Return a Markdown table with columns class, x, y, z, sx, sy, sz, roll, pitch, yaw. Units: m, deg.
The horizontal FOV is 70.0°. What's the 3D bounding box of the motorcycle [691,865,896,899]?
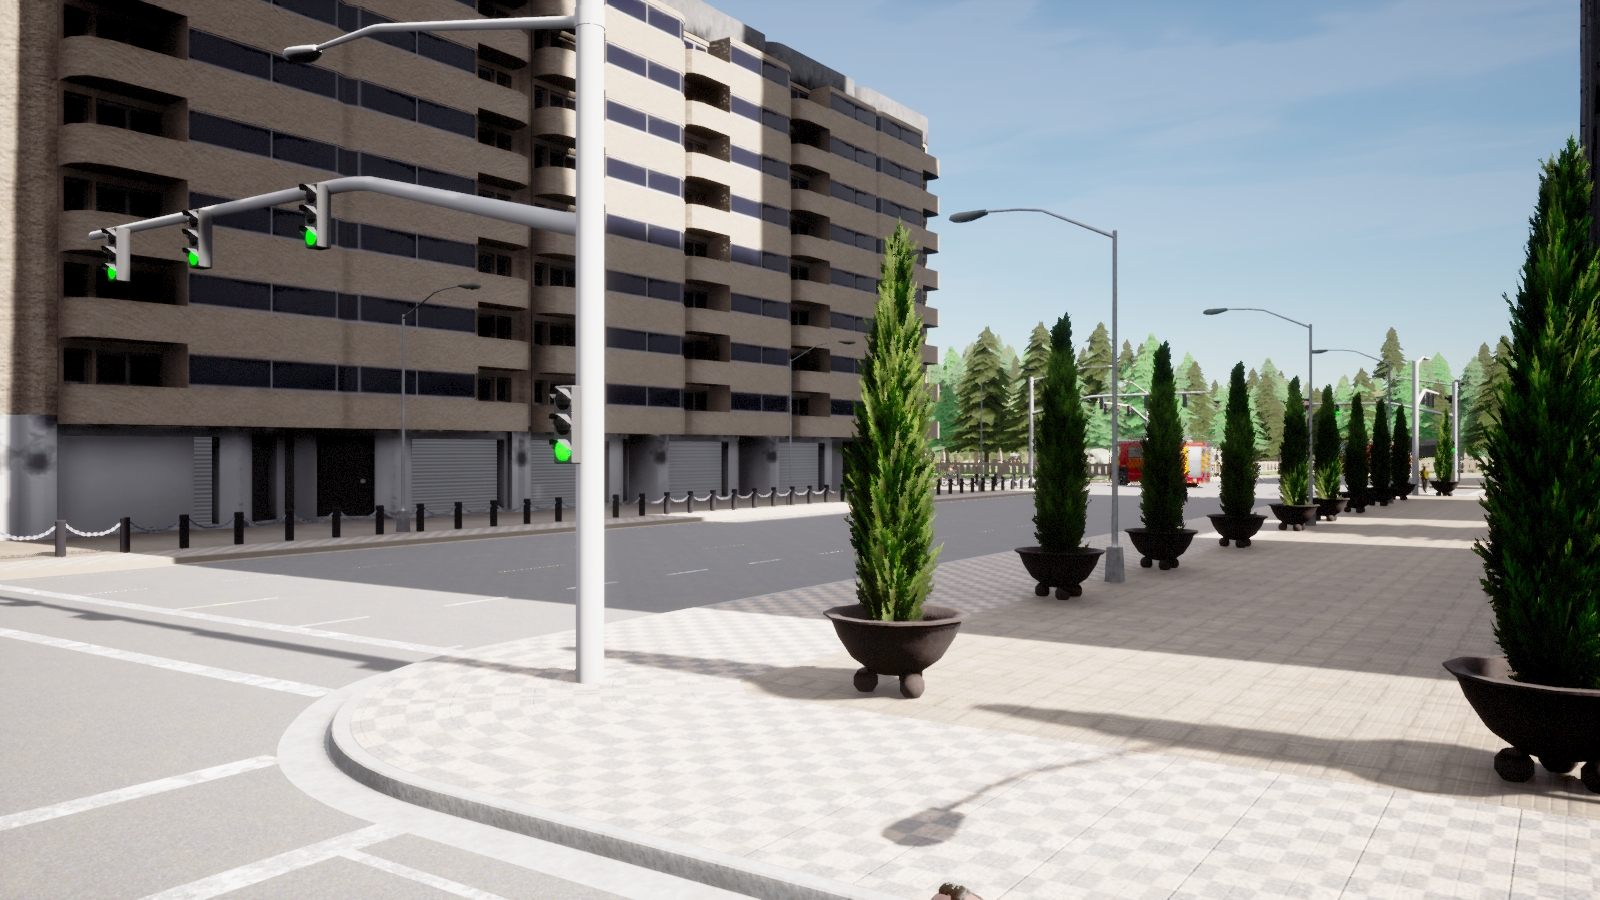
| class | x | y | z | sx | sy | sz | roll | pitch | yaw |
| --- | --- | --- | --- | --- | --- | --- | --- | --- | --- |
| motorcycle | 0.516 | 2.205 | 3.364 | 2.209 | 1.251 | 0.867 | 0 | 0 | 34 |
